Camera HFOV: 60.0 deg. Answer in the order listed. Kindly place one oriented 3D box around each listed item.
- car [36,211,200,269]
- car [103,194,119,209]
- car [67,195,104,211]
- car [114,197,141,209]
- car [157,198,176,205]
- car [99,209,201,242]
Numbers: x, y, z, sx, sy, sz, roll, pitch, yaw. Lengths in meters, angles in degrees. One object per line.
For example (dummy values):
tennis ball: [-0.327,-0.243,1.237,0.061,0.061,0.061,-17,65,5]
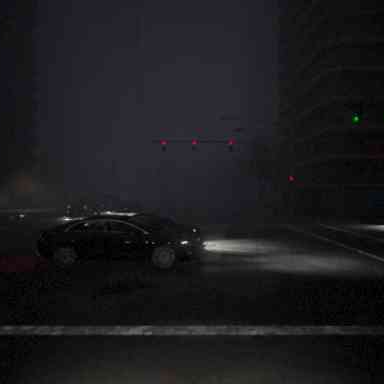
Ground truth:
car: [-2.300,1.499,10.540,4.902,1.511,2.128,0,0,0]
car: [-10.549,1.251,42.195,2.150,2.045,5.566,0,0,0]
car: [-10.569,1.375,32.606,2.097,1.767,4.553,0,0,0]
car: [-7.039,1.590,37.557,1.994,1.385,4.181,0,0,1]
car: [-4.593,1.629,58.949,1.895,1.301,4.718,0,0,-27]
car: [-1.704,1.574,14.043,4.181,1.385,1.994,0,0,0]
